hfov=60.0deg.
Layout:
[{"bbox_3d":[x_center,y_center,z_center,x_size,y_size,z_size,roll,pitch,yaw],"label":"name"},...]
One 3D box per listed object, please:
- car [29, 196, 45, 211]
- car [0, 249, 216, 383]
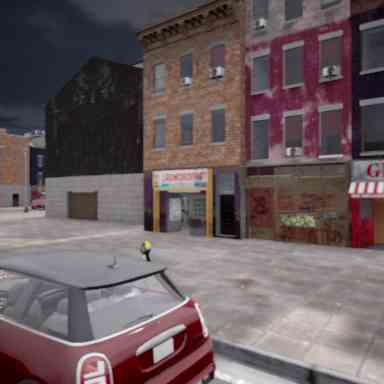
[{"bbox_3d":[-19.042,1.414,44.919,2.150,2.045,5.566,0,0,36],"label":"car"},{"bbox_3d":[-1.834,1.453,4.120,4.097,1.590,1.967,0,0,36],"label":"car"}]
